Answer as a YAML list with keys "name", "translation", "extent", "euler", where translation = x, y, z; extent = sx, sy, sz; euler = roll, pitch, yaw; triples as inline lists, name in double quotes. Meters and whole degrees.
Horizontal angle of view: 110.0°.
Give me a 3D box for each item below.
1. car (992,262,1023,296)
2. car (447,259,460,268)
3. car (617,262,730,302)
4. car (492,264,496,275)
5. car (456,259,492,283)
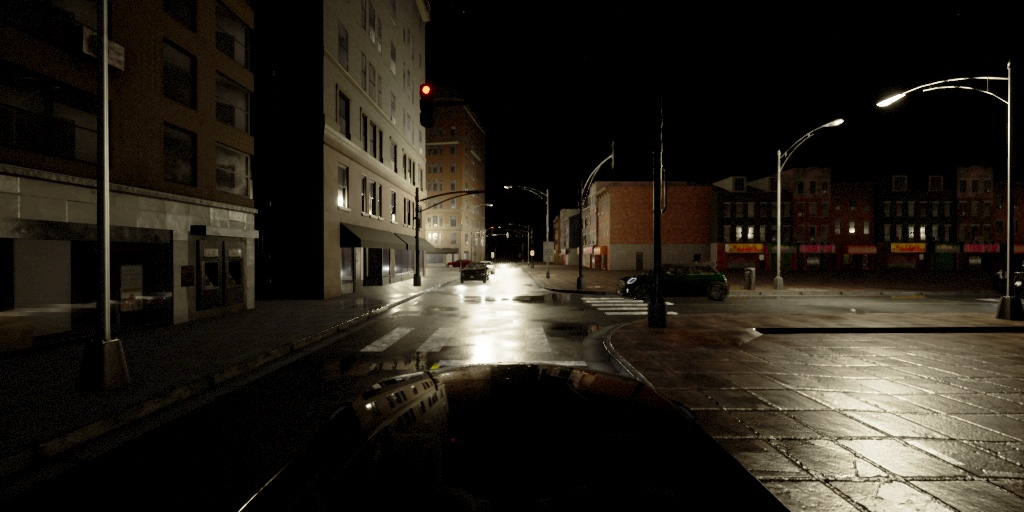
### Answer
- name: "car"
  translation: [25.366, 0.869, 16.082]
  extent: [5.566, 2.045, 2.150]
  euler: [0, 0, 0]
- name: "car"
  translation: [-8.831, 1.283, 62.343]
  extent: [5.008, 1.535, 1.882]
  euler: [0, 0, 9]
- name: "car"
  translation: [7.164, 1.066, 16.312]
  extent: [4.553, 1.767, 2.097]
  euler: [0, 0, 4]
- name: "car"
  translation: [-2.851, 1.282, 38.717]
  extent: [1.812, 1.442, 4.674]
  euler: [0, 0, 0]
- name: "car"
  translation: [-2.838, 1.231, 27.929]
  extent: [1.882, 1.535, 5.008]
  euler: [0, 0, 0]
